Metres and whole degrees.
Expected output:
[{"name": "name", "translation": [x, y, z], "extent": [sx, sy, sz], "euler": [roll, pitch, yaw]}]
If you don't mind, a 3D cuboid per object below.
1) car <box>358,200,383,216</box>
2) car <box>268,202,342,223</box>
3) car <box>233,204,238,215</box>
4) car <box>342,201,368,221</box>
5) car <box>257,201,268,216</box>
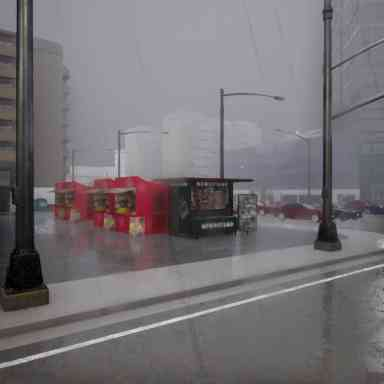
[{"name": "car", "translation": [18.670, 1.702, 31.764], "extent": [1.895, 1.301, 4.718], "euler": [0, -1, -36]}, {"name": "car", "translation": [8.987, 1.589, 26.864], "extent": [1.882, 1.535, 5.008], "euler": [0, -1, -38]}, {"name": "car", "translation": [3.536, 1.750, 34.422], "extent": [1.812, 1.442, 4.674], "euler": [0, -1, -36]}, {"name": "car", "translation": [12.214, 1.672, 28.408], "extent": [1.994, 1.385, 4.181], "euler": [0, -1, -35]}, {"name": "car", "translation": [6.940, 1.689, 35.686], "extent": [1.882, 1.535, 5.008], "euler": [0, -1, -36]}]
